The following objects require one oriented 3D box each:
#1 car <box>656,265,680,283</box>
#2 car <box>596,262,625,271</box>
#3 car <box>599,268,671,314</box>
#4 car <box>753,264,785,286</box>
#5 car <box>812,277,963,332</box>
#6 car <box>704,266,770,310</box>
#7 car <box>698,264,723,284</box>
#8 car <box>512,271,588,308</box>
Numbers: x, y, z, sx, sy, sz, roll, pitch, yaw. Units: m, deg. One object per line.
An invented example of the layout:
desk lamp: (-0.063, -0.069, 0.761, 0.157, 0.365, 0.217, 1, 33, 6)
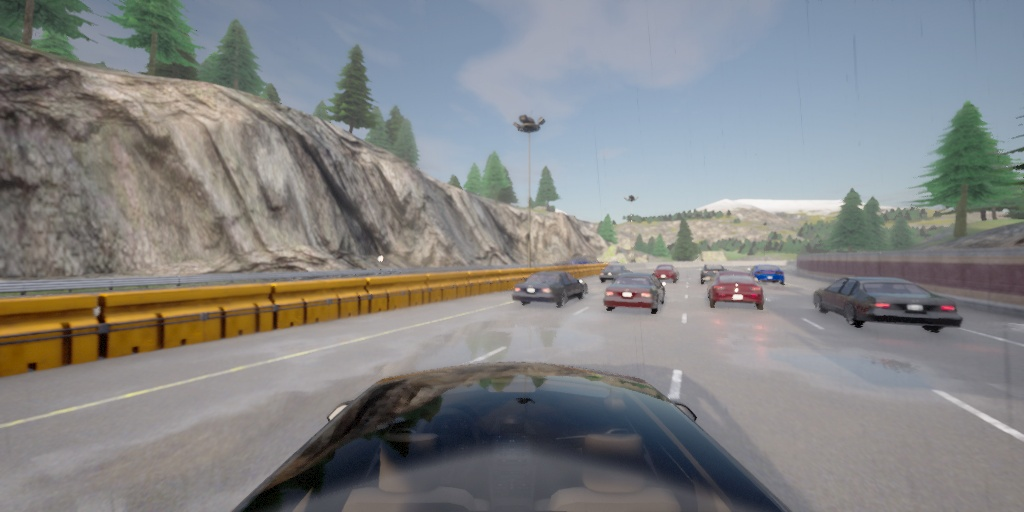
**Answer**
car: (13.018, 1.439, 30.366, 1.812, 1.442, 4.674, 0, 0, 28)
car: (8.548, 1.451, 29.383, 2.033, 1.411, 5.357, 0, 0, 27)
car: (5.026, 1.369, 14.416, 2.033, 1.411, 5.357, 0, 0, 26)
car: (19.520, 1.383, 27.693, 1.882, 1.535, 5.008, 0, 0, 28)
car: (11.275, 1.359, 11.267, 2.033, 1.411, 5.357, 0, 0, 27)
car: (9.427, 1.356, 15.355, 1.812, 1.442, 4.674, 0, 0, 27)
car: (15.820, 1.396, 28.182, 2.128, 1.511, 4.902, 0, 0, 28)
car: (1.866, 1.374, 15.927, 2.033, 1.411, 5.357, 0, 0, 27)
